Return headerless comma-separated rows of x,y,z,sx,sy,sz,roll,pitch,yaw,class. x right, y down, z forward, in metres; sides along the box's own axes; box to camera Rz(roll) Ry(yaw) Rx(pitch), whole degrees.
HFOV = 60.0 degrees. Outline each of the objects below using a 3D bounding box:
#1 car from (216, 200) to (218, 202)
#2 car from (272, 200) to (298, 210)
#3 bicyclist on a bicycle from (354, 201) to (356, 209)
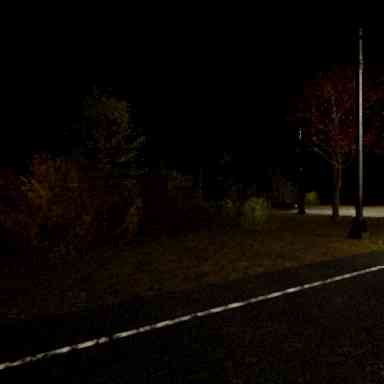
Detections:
5.096,2.216,64.642,1.895,1.301,4.718,-2,0,-30,car
13.724,1.904,49.943,2.128,1.511,4.902,-2,0,-31,car
23.785,1.607,47.856,1.656,1.620,0.582,0,0,-31,bicyclist on a bicycle
